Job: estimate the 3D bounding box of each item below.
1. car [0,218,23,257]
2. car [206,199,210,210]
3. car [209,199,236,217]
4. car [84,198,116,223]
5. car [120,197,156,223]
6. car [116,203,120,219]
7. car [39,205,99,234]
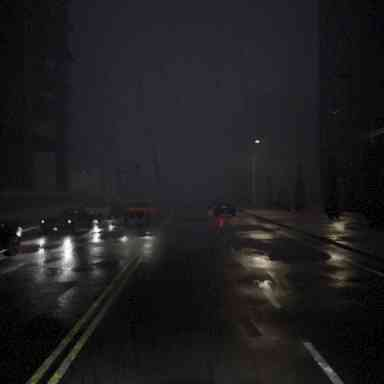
[{"bbox_3d":[-7.217,1.547,10.449,2.128,1.511,4.902,0,0,-1],"label":"car"},{"bbox_3d":[2.937,1.628,45.378,1.812,1.442,4.674,0,0,0],"label":"car"},{"bbox_3d":[3.131,1.562,32.627,2.128,1.511,4.902,0,0,0],"label":"car"},{"bbox_3d":[-7.316,1.421,25.013,1.812,1.442,4.674,0,0,-1],"label":"car"},{"bbox_3d":[-3.816,1.362,25.061,1.882,1.535,5.008,0,0,-1],"label":"car"},{"bbox_3d":[-7.447,1.669,30.303,1.994,1.385,4.181,0,0,0],"label":"car"},{"bbox_3d":[-7.342,1.680,20.044,1.895,1.301,4.718,0,0,-1],"label":"car"}]
